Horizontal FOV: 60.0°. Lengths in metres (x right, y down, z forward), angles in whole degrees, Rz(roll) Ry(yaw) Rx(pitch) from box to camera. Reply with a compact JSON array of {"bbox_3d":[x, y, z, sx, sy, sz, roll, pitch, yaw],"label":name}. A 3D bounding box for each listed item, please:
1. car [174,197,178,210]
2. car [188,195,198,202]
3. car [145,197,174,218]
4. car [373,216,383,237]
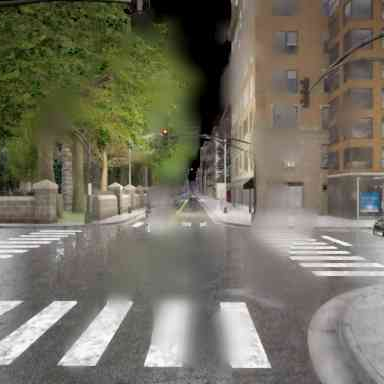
[{"bbox_3d":[-2.994,1.562,39.823,1.895,1.301,4.718,0,0,0],"label":"car"},{"bbox_3d":[0.227,1.424,70.695,1.812,1.442,4.674,0,0,0],"label":"car"},{"bbox_3d":[-3.007,1.472,29.740,2.128,1.511,4.902,0,0,0],"label":"car"},{"bbox_3d":[11.009,1.366,15.502,4.553,1.767,2.097,0,0,1],"label":"car"}]
